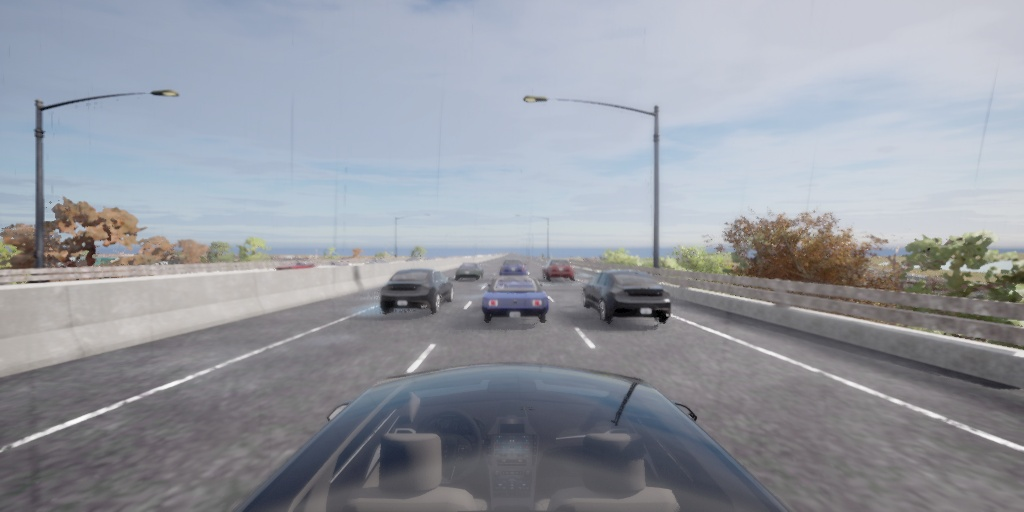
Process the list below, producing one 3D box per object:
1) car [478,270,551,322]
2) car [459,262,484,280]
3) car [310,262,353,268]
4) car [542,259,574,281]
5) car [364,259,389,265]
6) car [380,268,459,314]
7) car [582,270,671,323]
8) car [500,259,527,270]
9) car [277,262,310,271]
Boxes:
[{"bbox_3d":[0.095,1.312,12.068,1.895,1.301,4.718,0,0,0],"label":"car"},{"bbox_3d":[-3.398,1.207,29.358,1.994,1.385,4.181,0,0,0],"label":"car"},{"bbox_3d":[-17.583,1.219,35.664,1.895,1.301,4.718,0,0,0],"label":"car"},{"bbox_3d":[3.600,0.998,28.503,2.097,1.767,4.553,0,0,0],"label":"car"},{"bbox_3d":[-14.080,1.103,37.185,2.128,1.511,4.902,0,0,0],"label":"car"},{"bbox_3d":[-3.403,1.210,13.558,1.837,1.490,4.892,0,0,0],"label":"car"},{"bbox_3d":[3.594,1.216,11.997,1.837,1.490,4.892,0,0,0],"label":"car"},{"bbox_3d":[0.100,0.999,28.502,2.097,1.767,4.553,0,0,0],"label":"car"},{"bbox_3d":[-21.083,1.219,35.640,1.895,1.301,4.718,0,0,0],"label":"car"}]
